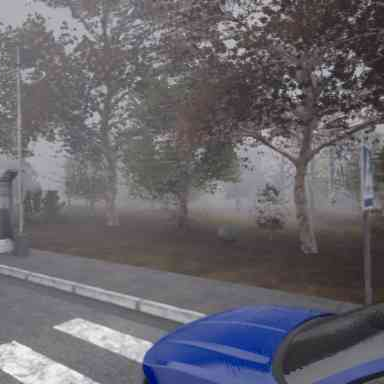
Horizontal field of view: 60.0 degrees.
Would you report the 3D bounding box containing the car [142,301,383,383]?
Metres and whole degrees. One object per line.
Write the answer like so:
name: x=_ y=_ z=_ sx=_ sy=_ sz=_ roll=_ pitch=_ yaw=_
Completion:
car: x=1.839 y=1.467 z=2.084 sx=5.008 sy=1.535 sz=1.882 roll=-1 pitch=0 yaw=35
